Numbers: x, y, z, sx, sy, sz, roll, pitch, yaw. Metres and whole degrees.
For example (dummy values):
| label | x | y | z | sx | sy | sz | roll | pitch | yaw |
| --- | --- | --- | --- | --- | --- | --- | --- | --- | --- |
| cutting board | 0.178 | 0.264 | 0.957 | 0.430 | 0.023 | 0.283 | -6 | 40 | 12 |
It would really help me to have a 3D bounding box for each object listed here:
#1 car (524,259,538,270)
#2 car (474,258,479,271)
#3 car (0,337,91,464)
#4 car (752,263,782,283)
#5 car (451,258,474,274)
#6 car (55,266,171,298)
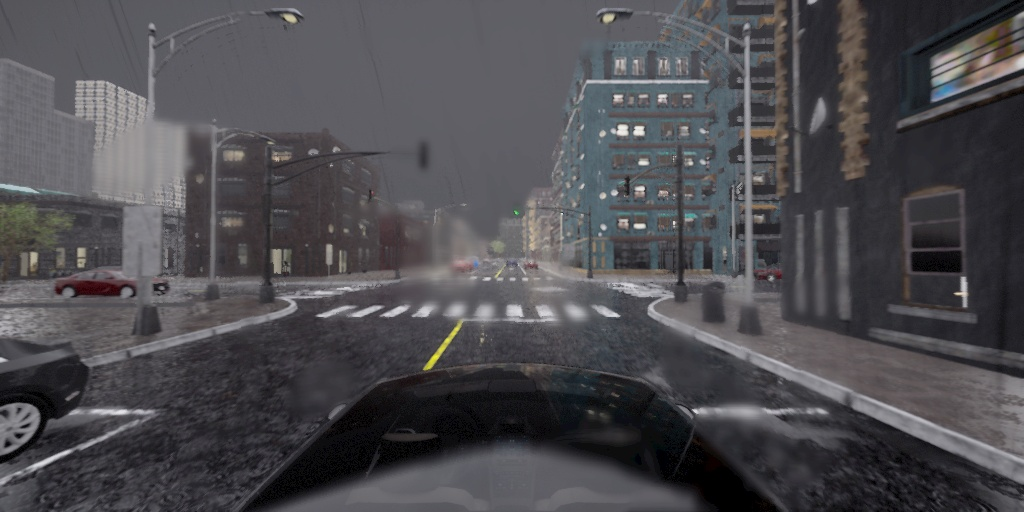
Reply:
| label | x | y | z | sx | sy | sz | roll | pitch | yaw |
| --- | --- | --- | --- | --- | --- | --- | --- | --- | --- |
| car | 2.691 | 1.119 | 51.606 | 1.967 | 1.591 | 4.097 | 0 | 0 | 0 |
| car | -5.690 | 1.232 | 45.857 | 1.888 | 1.381 | 4.507 | 0 | 0 | 0 |
| car | -5.689 | 1.299 | 2.220 | 2.007 | 1.370 | 4.403 | 0 | 0 | 0 |
| car | 19.477 | 1.172 | 25.707 | 4.507 | 1.381 | 1.888 | 0 | 0 | 1 |
| car | -5.766 | 1.240 | 40.176 | 1.888 | 1.381 | 4.507 | 0 | 0 | 0 |
| car | -19.294 | 1.340 | 17.467 | 4.507 | 1.381 | 1.888 | 0 | 0 | 1 |
